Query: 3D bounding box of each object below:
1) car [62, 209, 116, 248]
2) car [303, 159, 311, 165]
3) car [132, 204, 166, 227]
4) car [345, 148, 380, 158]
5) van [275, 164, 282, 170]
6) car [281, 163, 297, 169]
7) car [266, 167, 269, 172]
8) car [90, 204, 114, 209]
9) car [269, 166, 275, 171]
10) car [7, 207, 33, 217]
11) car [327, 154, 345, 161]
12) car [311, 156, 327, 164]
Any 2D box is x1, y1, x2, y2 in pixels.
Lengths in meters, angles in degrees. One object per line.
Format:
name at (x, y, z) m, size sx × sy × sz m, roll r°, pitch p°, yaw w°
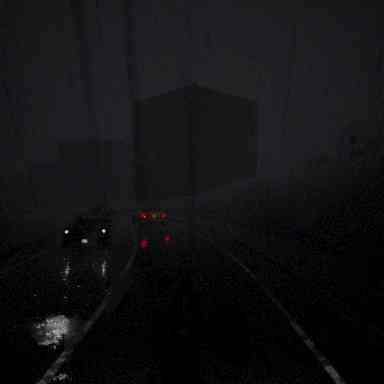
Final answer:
car at (-4.684, 1.690, 15.501) m, size 1.895 × 1.301 × 4.718 m, roll 0°, pitch -1°, yaw -11°
car at (21.120, -4.992, 58.055) m, size 2.185 × 1.767 × 4.553 m, roll 0°, pitch 1°, yaw -1°
car at (-3.330, 1.649, 24.813) m, size 1.801 × 1.575 × 5.366 m, roll -1°, pitch -1°, yaw -18°
car at (21.486, -4.666, 41.372) m, size 2.185 × 1.767 × 4.553 m, roll 0°, pitch 1°, yaw -1°
van at (20.759, -5.380, 74.462) m, size 1.878 × 1.987 × 4.442 m, roll 0°, pitch 1°, yaw -1°
car at (20.877, -5.064, 69.070) m, size 2.231 × 1.521 × 4.892 m, roll 0°, pitch 1°, yaw -1°
car at (20.515, -5.575, 85.588) m, size 2.435 × 2.045 × 5.566 m, roll 0°, pitch 1°, yaw -1°
car at (-11.021, 2.173, 40.295) m, size 2.033 × 1.411 × 5.357 m, roll -1°, pitch -1°, yaw -35°
car at (20.636, -5.203, 80.106) m, size 2.002 × 1.452 × 4.674 m, roll 0°, pitch 1°, yaw -1°
car at (-26.878, 3.104, 51.719) m, size 5.357 × 1.411 × 2.033 m, roll -4°, pitch -1°, yaw 38°
car at (21.366, -4.609, 46.866) m, size 2.002 × 1.452 × 4.674 m, roll 0°, pitch 1°, yaw -1°
car at (21.241, -4.887, 52.537) m, size 2.185 × 1.767 × 4.553 m, roll 0°, pitch 1°, yaw -1°
